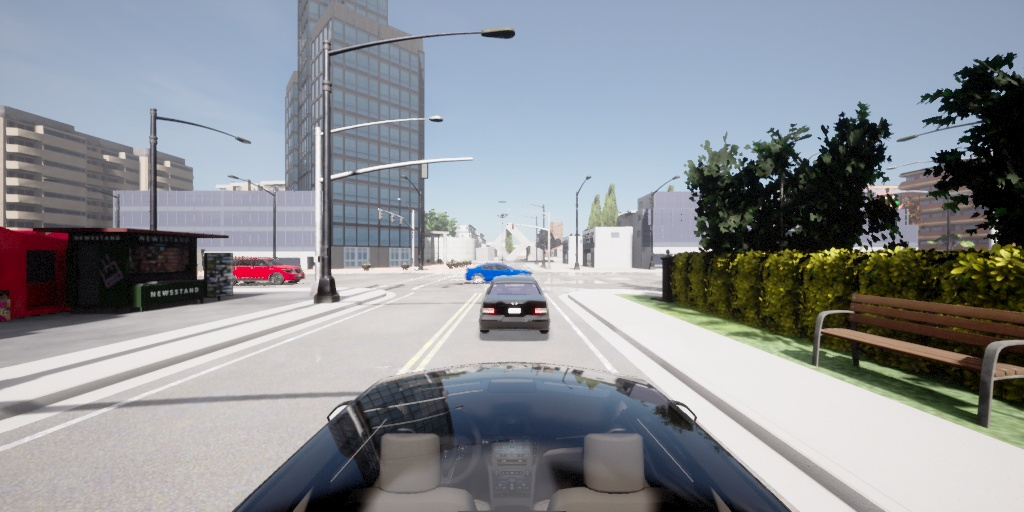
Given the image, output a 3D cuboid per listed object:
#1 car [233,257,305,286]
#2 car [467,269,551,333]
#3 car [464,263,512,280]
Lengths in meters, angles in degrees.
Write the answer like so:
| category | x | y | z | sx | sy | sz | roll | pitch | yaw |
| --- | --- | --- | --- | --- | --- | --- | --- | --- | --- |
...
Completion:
| category | x | y | z | sx | sy | sz | roll | pitch | yaw |
| --- | --- | --- | --- | --- | --- | --- | --- | --- | --- |
| car | -18.242 | 1.093 | 26.115 | 5.566 | 2.045 | 2.150 | 0 | 0 | 0 |
| car | 0.069 | 1.297 | 10.718 | 2.033 | 1.411 | 5.357 | 0 | 0 | 0 |
| car | -0.966 | 1.240 | 26.254 | 5.008 | 1.535 | 1.882 | 0 | 0 | 0 |
